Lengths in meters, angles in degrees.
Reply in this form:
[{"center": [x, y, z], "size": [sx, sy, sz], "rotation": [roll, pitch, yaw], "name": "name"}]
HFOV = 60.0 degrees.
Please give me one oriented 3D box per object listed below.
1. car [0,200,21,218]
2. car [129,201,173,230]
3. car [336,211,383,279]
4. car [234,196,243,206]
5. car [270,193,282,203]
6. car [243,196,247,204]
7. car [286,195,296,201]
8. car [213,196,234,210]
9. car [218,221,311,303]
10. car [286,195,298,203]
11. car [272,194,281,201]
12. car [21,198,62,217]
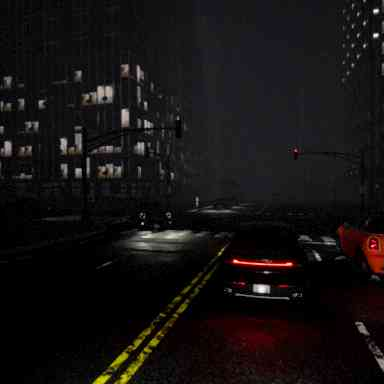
[{"center": [-16.744, 1.434, 27.237], "size": [4.313, 1.339, 1.947], "rotation": [1, 1, 16], "name": "car"}, {"center": [-2.684, 1.364, 21.201], "size": [2.097, 1.767, 4.553], "rotation": [0, 0, -18], "name": "car"}, {"center": [5.734, 1.347, 9.962], "size": [2.097, 1.767, 4.553], "rotation": [0, 0, 15], "name": "car"}, {"center": [6.508, 1.470, 52.843], "size": [1.837, 1.490, 4.892], "rotation": [0, 0, 14], "name": "car"}, {"center": [17.808, 1.157, 70.269], "size": [2.150, 2.045, 5.566], "rotation": [0, 0, 14], "name": "car"}, {"center": [9.360, 1.478, 63.721], "size": [1.812, 1.442, 4.674], "rotation": [0, 0, 15], "name": "car"}, {"center": [23.546, 1.465, 79.517], "size": [2.033, 1.411, 5.357], "rotation": [0, 0, 14], "name": "car"}, {"center": [3.943, 1.501, 42.880], "size": [1.812, 1.442, 4.674], "rotation": [0, 0, 14], "name": "car"}, {"center": [1.862, 1.501, 8.362], "size": [1.837, 1.490, 4.892], "rotation": [0, 0, 14], "name": "car"}, {"center": [20.976, 1.463, 69.517], "size": [2.128, 1.511, 4.902], "rotation": [0, 0, 14], "name": "car"}, {"center": [20.398, 1.235, 80.329], "size": [1.882, 1.535, 5.008], "rotation": [0, 0, 14], "name": "car"}, {"center": [-13.883, 1.322, 29.252], "size": [5.008, 1.535, 1.882], "rotation": [1, 1, 16], "name": "car"}]
